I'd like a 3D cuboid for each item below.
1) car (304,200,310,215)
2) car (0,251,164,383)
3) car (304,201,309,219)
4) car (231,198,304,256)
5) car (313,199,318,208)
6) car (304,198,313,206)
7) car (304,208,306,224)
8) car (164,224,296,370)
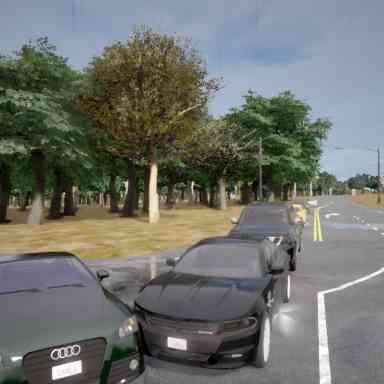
[{"bbox_3d":[9.252,1.725,29.602,1.812,1.442,4.674,-1,0,20],"label":"car"},{"bbox_3d":[-2.317,1.643,4.986,1.994,1.385,4.181,1,-2,-33],"label":"car"},{"bbox_3d":[7.200,1.664,24.095,1.882,1.535,5.008,-1,0,20],"label":"car"},{"bbox_3d":[2.840,1.460,12.431,2.150,2.045,5.566,-2,0,20],"label":"car"},{"bbox_3d":[19.101,1.754,53.863,1.812,1.442,4.674,-1,0,26],"label":"car"},{"bbox_3d":[11.814,1.566,36.414,2.097,1.767,4.553,-1,0,21],"label":"car"},{"bbox_3d":[5.059,1.775,18.338,1.895,1.301,4.718,-1,0,21],"label":"car"},{"bbox_3d":[0.727,1.613,6.288,1.882,1.535,5.008,-1,-2,21],"label":"car"}]
